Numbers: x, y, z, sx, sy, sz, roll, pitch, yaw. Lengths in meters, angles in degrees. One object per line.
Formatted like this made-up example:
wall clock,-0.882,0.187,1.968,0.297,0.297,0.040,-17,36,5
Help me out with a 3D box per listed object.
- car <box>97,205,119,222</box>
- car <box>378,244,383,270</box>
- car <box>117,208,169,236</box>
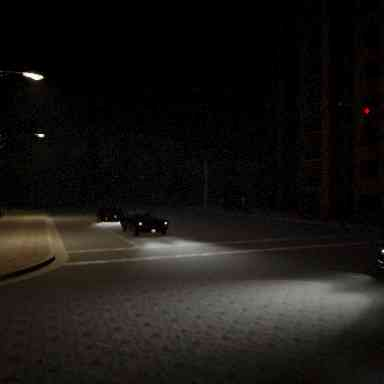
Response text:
car,-7.282,1.889,29.814,1.994,1.385,4.181,1,-1,-25
car,7.696,1.681,9.808,4.902,1.511,2.128,1,-1,-24
car,-2.996,1.836,20.259,1.895,1.301,4.718,1,-1,-24
